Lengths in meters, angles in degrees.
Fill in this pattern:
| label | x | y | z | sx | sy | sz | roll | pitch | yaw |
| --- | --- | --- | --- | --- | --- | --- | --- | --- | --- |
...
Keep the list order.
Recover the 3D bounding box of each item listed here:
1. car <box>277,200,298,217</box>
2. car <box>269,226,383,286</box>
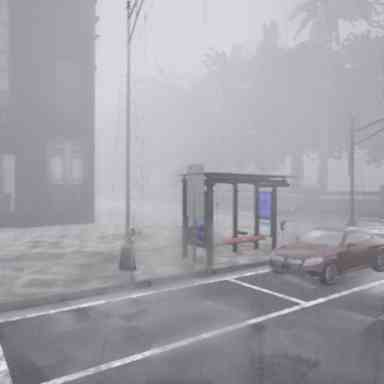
| label | x | y | z | sx | sy | sz | roll | pitch | yaw |
| --- | --- | --- | --- | --- | --- | --- | --- | --- | --- |
| car | 7.411 | 1.416 | 30.062 | 1.994 | 1.385 | 4.181 | 0 | 1 | -36 |
| car | 4.053 | 1.650 | 9.542 | 4.206 | 1.307 | 1.802 | 1 | -1 | -35 |
